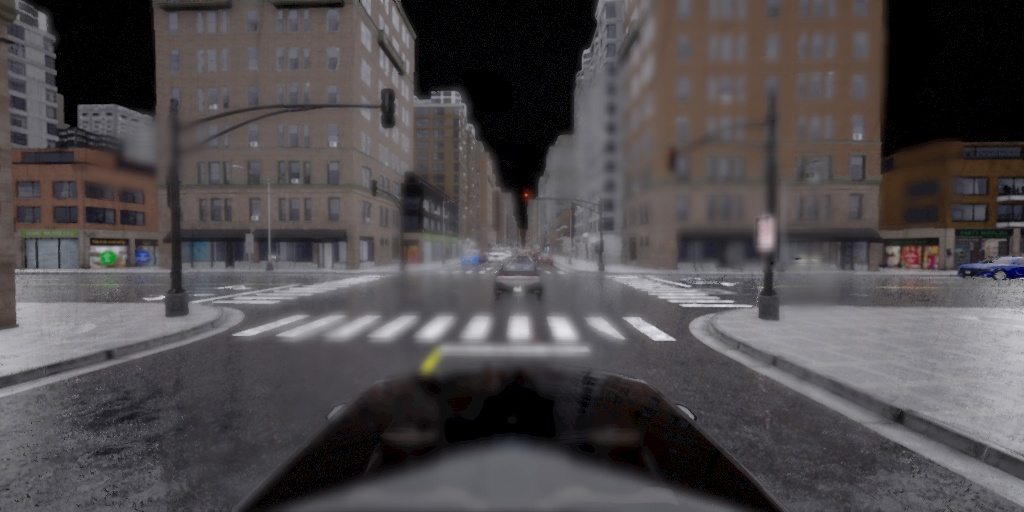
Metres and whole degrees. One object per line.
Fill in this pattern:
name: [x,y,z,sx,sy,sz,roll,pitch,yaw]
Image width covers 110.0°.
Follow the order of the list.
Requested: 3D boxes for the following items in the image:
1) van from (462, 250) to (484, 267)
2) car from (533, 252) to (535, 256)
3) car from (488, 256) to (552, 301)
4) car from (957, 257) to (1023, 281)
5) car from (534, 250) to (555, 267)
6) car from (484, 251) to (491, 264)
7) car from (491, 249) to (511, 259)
van: [-4.652,0.282,41.272,1.690,1.789,3.998,0,0,2]
car: [4.064,0.400,46.496,1.948,1.339,4.313,0,0,2]
car: [0.360,0.957,15.173,2.128,1.511,4.902,0,1,2]
car: [32.308,0.801,23.358,5.008,1.535,1.882,0,1,2]
car: [3.869,0.384,40.976,1.967,1.591,4.097,0,0,2]
car: [-4.457,0.146,46.791,2.192,1.841,5.009,0,0,2]
car: [-1.658,0.036,47.543,2.150,2.045,5.566,0,1,2]
